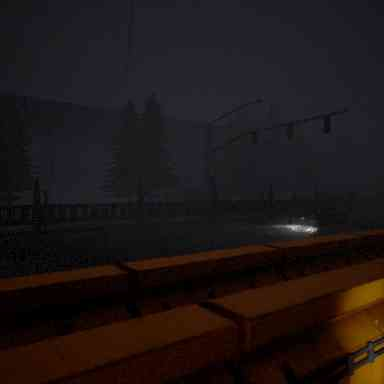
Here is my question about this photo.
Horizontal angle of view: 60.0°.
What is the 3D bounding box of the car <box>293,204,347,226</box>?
[{"bbox_3d":[8.955,1.564,23.236,4.181,1.385,1.994,0,0,-35],"label":"car"}]
